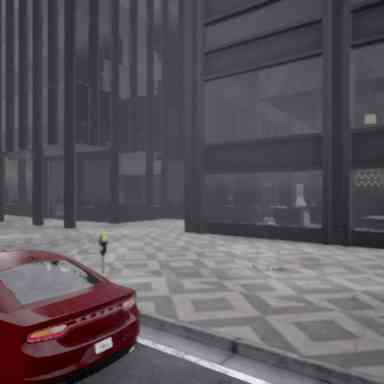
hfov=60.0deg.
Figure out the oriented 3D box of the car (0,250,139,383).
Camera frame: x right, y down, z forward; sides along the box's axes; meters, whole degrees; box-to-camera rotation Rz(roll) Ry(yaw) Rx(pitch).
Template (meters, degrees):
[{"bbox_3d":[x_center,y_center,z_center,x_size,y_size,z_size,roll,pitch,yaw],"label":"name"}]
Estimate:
[{"bbox_3d":[-2.785,1.548,4.947,4.507,1.381,1.887,0,0,35],"label":"car"}]
